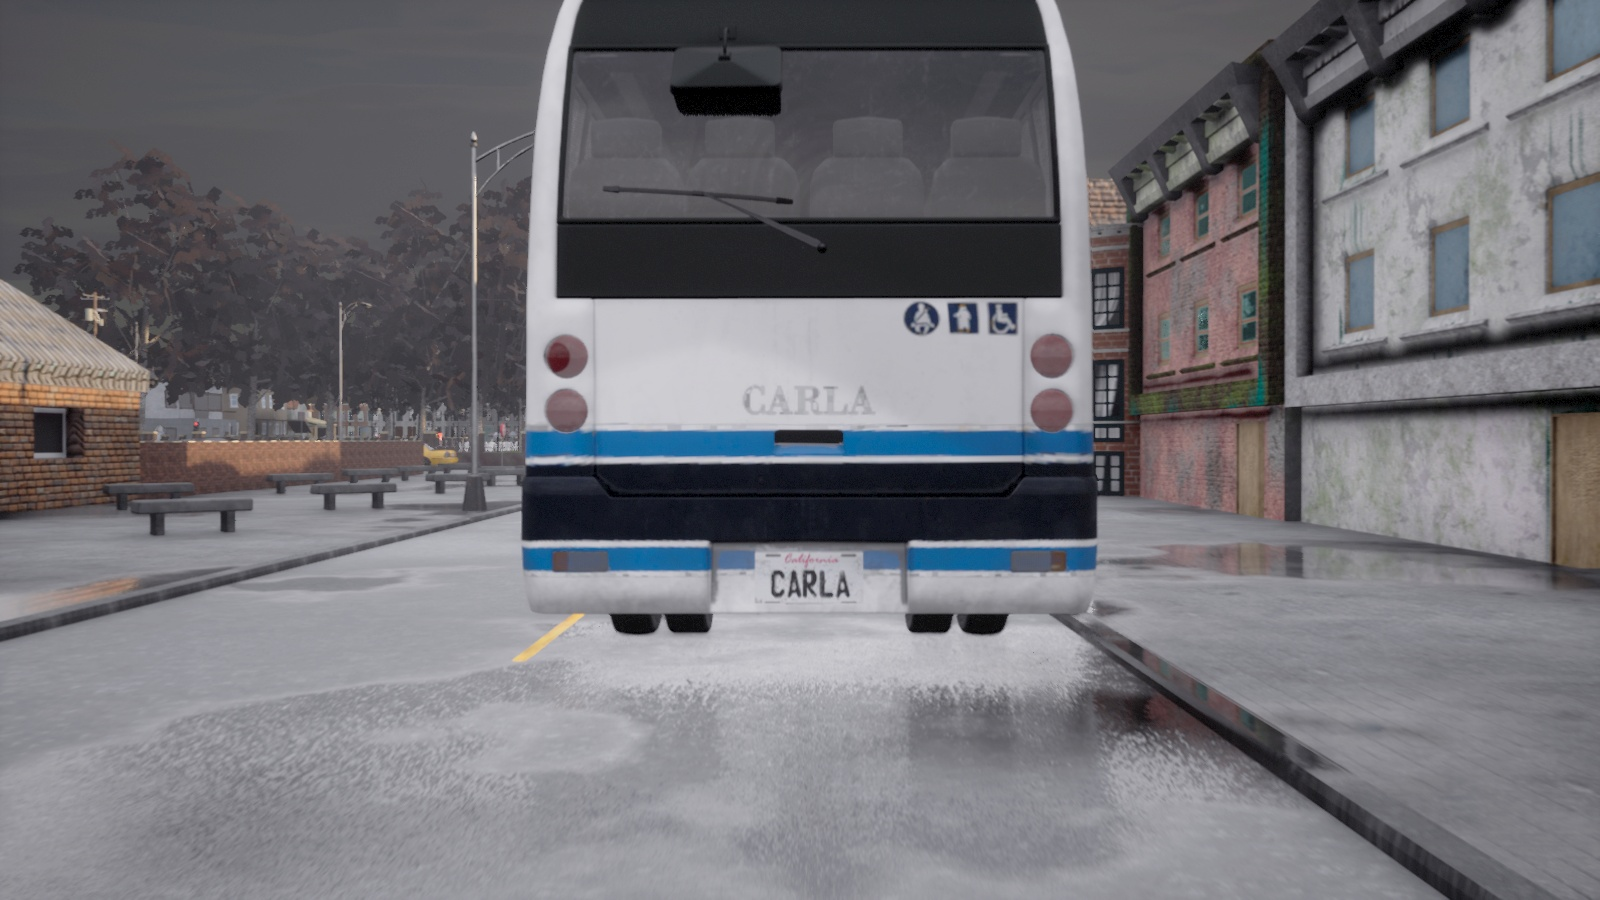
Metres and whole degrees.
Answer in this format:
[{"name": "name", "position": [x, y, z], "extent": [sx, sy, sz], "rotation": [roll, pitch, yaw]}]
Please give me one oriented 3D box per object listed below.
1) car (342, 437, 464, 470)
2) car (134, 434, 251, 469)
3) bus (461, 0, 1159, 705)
[{"name": "car", "position": [-19.358, 0.180, 61.354], "extent": [5.366, 1.575, 1.801], "rotation": [0, 0, -2]}, {"name": "car", "position": [-29.626, 0.077, 61.353], "extent": [4.611, 1.667, 2.242], "rotation": [0, 0, -2]}, {"name": "bus", "position": [0.087, -0.728, 12.240], "extent": [3.944, 4.253, 10.273], "rotation": [0, 0, 0]}]
